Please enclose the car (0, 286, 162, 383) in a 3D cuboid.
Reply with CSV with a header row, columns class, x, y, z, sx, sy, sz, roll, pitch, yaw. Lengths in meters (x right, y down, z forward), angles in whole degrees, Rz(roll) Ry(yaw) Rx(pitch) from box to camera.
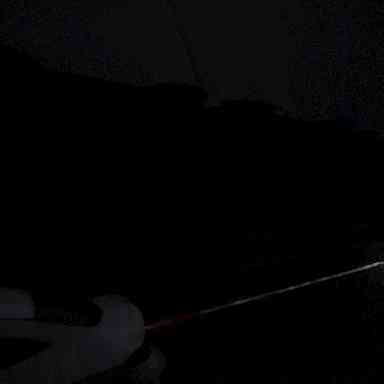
class,x,y,z,sx,sy,sz,roll,pitch,yaw
car,-2.441,1.529,2.273,4.674,1.442,1.812,0,0,-36
